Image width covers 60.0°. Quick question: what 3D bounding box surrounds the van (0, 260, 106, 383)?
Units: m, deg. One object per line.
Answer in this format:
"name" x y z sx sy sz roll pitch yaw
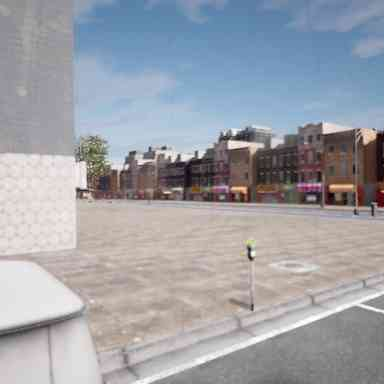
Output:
"van" -2.306 1.346 1.175 3.998 1.788 1.690 0 0 -35
